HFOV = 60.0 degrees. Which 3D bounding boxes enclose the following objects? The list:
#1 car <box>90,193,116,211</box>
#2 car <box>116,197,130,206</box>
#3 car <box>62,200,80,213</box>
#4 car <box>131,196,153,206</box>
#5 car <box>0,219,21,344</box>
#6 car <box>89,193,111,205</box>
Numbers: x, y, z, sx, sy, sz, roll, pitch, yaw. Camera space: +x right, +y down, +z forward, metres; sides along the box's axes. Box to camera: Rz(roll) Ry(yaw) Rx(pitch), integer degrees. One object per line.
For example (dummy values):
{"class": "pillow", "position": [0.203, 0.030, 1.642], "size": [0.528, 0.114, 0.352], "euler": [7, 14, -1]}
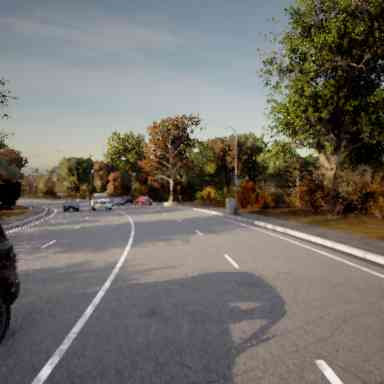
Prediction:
{"class": "car", "position": [-11.286, 1.242, 41.355], "size": [2.150, 2.045, 5.566], "euler": [-2, 0, -21]}
{"class": "car", "position": [-11.848, 1.500, 51.525], "size": [2.033, 1.411, 5.357], "euler": [-2, 1, -28]}
{"class": "car", "position": [-14.519, 1.653, 40.032], "size": [2.033, 1.411, 5.357], "euler": [-2, 0, -20]}
{"class": "car", "position": [-7.325, 1.368, 50.055], "size": [1.812, 1.442, 4.674], "euler": [-2, 1, -25]}
{"class": "car", "position": [-3.766, 1.228, 3.094], "size": [2.150, 2.045, 5.566], "euler": [0, 0, -2]}
{"class": "car", "position": [-16.895, 1.231, 60.933], "size": [2.150, 2.045, 5.566], "euler": [-2, 1, -32]}
